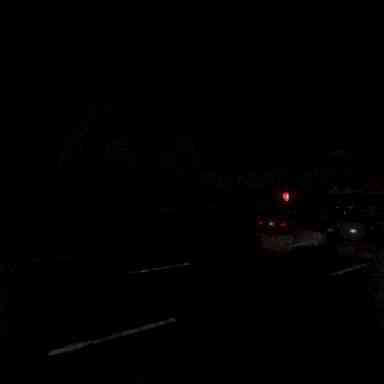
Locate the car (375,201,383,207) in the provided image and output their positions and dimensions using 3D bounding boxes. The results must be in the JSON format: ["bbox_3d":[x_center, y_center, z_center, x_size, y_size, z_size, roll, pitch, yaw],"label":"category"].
[{"bbox_3d":[16.641,1.485,28.034,1.882,1.535,5.008,0,0,23],"label":"car"}]

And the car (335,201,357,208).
[{"bbox_3d":[13.422,1.495,29.410,2.128,1.511,4.902,0,0,23],"label":"car"}]

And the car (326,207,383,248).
[{"bbox_3d":[8.015,1.572,15.089,1.994,1.385,4.181,0,0,44],"label":"car"}]

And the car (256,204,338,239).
[{"bbox_3d":[5.506,1.563,17.530,2.033,1.411,5.357,0,0,44],"label":"car"}]
